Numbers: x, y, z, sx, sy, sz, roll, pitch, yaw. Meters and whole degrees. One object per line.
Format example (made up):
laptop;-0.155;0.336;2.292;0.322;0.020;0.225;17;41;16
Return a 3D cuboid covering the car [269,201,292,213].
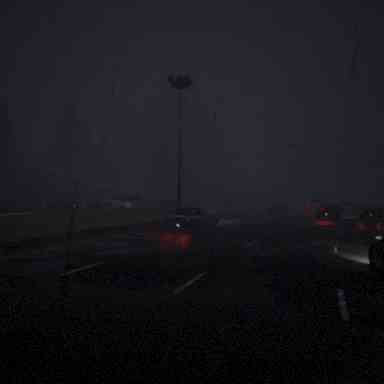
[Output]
car;11.275;1.889;42.204;1.994;1.385;4.181;0;0;31

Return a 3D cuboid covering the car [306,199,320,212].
car;16.356;1.735;43.608;2.097;1.767;4.553;0;0;29

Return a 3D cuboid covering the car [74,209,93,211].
car;-11.401;1.603;38.212;1.812;1.442;4.674;0;0;28

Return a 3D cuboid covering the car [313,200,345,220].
car;13.090;1.791;31.599;1.837;1.490;4.892;0;-1;29

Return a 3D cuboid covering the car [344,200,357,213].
car;20.370;1.971;43.573;2.033;1.411;5.357;0;0;34

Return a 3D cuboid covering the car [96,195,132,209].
car;-7.738;1.335;37.675;2.150;2.045;5.566;0;-1;29

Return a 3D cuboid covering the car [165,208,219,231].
car;0.145;1.711;21.887;1.895;1.301;4.718;0;0;26

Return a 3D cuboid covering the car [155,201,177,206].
car;-2.738;1.719;39.495;2.033;1.411;5.357;0;0;29

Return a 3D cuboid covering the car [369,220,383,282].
car;5.862;1.665;8.585;1.994;1.385;4.181;0;0;22

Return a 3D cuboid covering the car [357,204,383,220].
car;16.772;1.850;31.064;1.812;1.442;4.674;0;0;30

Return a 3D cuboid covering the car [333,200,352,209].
car;25.818;2.072;57.011;1.812;1.442;4.674;0;0;39
